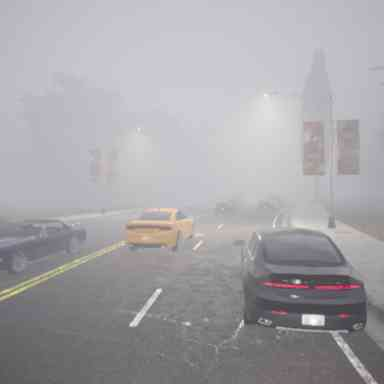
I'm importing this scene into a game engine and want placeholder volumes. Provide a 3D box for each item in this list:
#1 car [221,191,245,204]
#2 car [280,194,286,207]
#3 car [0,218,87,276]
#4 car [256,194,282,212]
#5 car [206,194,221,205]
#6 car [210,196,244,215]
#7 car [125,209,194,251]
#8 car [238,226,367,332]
[{"bbox_3d":[6.604,0.953,50.552,2.150,2.045,5.566,0,0,21],"label":"car"},{"bbox_3d":[11.363,1.056,44.750,2.097,1.767,4.553,0,0,21],"label":"car"},{"bbox_3d":[-5.244,1.572,10.538,1.895,1.301,4.718,0,0,9],"label":"car"},{"bbox_3d":[8.010,1.292,35.056,1.812,1.442,4.674,0,0,20],"label":"car"},{"bbox_3d":[3.752,1.106,52.189,2.097,1.767,4.553,0,0,21],"label":"car"},{"bbox_3d":[3.430,1.349,31.625,1.812,1.442,4.674,0,0,18],"label":"car"},{"bbox_3d":[-1.151,1.423,13.900,1.882,1.535,5.008,0,0,10],"label":"car"},{"bbox_3d":[1.965,1.477,6.922,1.837,1.490,4.892,0,0,8],"label":"car"}]
